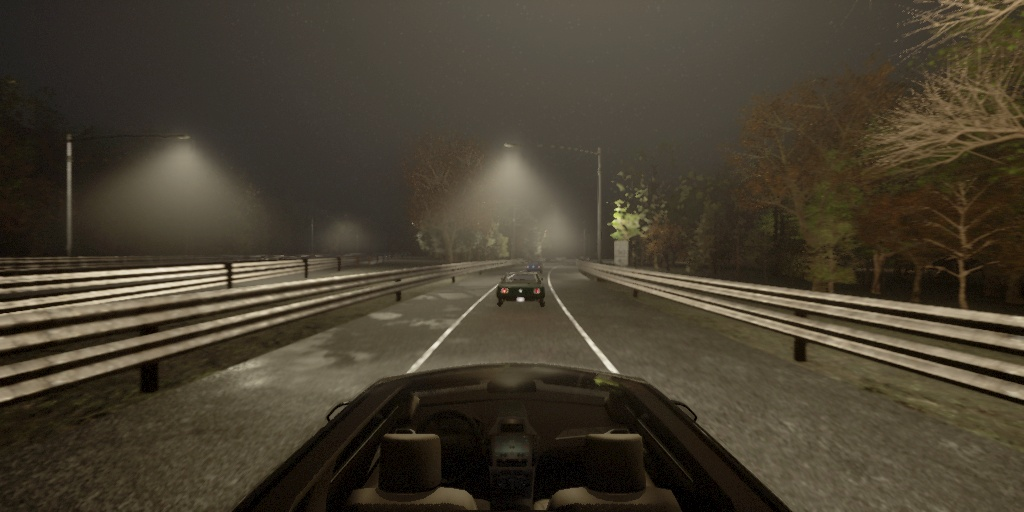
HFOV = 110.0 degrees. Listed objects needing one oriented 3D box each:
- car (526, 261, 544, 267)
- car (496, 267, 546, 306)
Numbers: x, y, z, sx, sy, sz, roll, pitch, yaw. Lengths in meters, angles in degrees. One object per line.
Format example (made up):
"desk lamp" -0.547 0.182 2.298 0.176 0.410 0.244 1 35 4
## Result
"car" 2.596 1.231 40.949 2.033 1.411 5.357 0 0 7
"car" 0.423 1.333 15.575 1.895 1.301 4.718 0 0 3
